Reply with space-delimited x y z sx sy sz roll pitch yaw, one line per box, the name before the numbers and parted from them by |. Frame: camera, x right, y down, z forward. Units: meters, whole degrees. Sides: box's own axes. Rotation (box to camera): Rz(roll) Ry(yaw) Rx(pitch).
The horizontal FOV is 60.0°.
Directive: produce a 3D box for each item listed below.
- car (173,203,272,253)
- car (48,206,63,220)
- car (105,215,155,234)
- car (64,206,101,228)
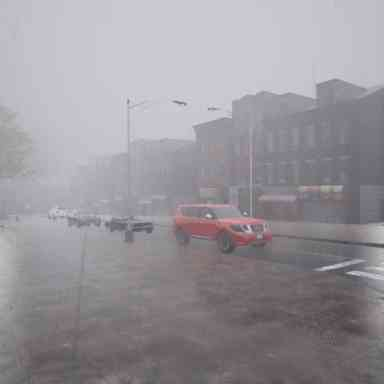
car | 1.182 1.565 15.849 2.150 2.045 5.566 0 -2 -35
car | -20.634 3.198 51.508 2.150 2.045 5.566 0 -2 -35
car | -4.532 2.290 23.854 1.895 1.301 4.718 0 -2 -36
car | -10.464 2.440 32.182 2.097 1.767 4.553 0 -2 -35
